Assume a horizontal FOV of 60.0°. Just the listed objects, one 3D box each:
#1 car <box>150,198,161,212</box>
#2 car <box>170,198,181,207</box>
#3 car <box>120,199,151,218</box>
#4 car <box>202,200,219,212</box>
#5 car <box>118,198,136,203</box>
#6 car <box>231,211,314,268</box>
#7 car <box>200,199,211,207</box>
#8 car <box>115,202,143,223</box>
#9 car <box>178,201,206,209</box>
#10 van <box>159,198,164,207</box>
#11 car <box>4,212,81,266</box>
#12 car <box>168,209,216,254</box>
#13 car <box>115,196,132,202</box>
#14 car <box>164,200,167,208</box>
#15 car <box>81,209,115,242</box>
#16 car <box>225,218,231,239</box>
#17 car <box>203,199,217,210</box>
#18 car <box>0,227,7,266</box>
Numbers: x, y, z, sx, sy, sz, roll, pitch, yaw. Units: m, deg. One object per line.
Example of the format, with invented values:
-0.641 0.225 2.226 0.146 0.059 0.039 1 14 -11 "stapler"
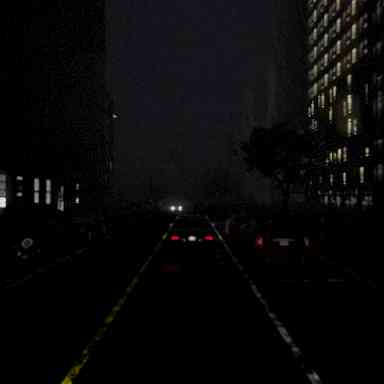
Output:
-5.673 1.944 44.751 1.752 1.417 4.829 0 -1 0 "car"
-2.997 2.215 65.834 1.895 1.301 4.718 0 -1 1 "car"
-5.676 1.757 33.844 1.967 1.590 4.097 0 -1 0 "car"
2.707 1.965 44.919 1.887 1.381 4.507 0 -1 0 "car"
-17.241 2.196 88.561 4.507 1.381 1.887 1 -2 -1 "car"
2.697 1.550 11.686 1.967 1.590 4.097 0 -1 0 "car"
2.715 2.192 67.075 1.947 1.339 4.313 0 -1 0 "car"
-5.678 1.810 28.304 1.887 1.381 4.507 0 -1 0 "car"
0.015 1.801 29.372 1.812 1.442 4.674 0 0 0 "car"
-5.670 1.813 50.462 1.690 1.788 3.998 0 -1 0 "van"
-5.683 1.550 11.688 1.967 1.590 4.097 0 -1 0 "car"
0.006 1.679 13.993 2.033 1.411 5.357 0 -1 0 "car"
-17.123 1.848 80.189 5.009 1.841 2.192 1 -2 -1 "car"
-5.667 2.141 61.538 1.947 1.339 4.313 0 -1 0 "car"
-5.682 1.713 17.226 2.008 1.369 4.403 0 -1 0 "car"
2.699 1.689 17.393 1.752 1.417 4.829 0 -1 0 "car"
2.710 1.912 50.459 1.967 1.590 4.097 0 -1 0 "car"
-5.685 1.603 6.148 1.887 1.381 4.507 0 -1 0 "car"
